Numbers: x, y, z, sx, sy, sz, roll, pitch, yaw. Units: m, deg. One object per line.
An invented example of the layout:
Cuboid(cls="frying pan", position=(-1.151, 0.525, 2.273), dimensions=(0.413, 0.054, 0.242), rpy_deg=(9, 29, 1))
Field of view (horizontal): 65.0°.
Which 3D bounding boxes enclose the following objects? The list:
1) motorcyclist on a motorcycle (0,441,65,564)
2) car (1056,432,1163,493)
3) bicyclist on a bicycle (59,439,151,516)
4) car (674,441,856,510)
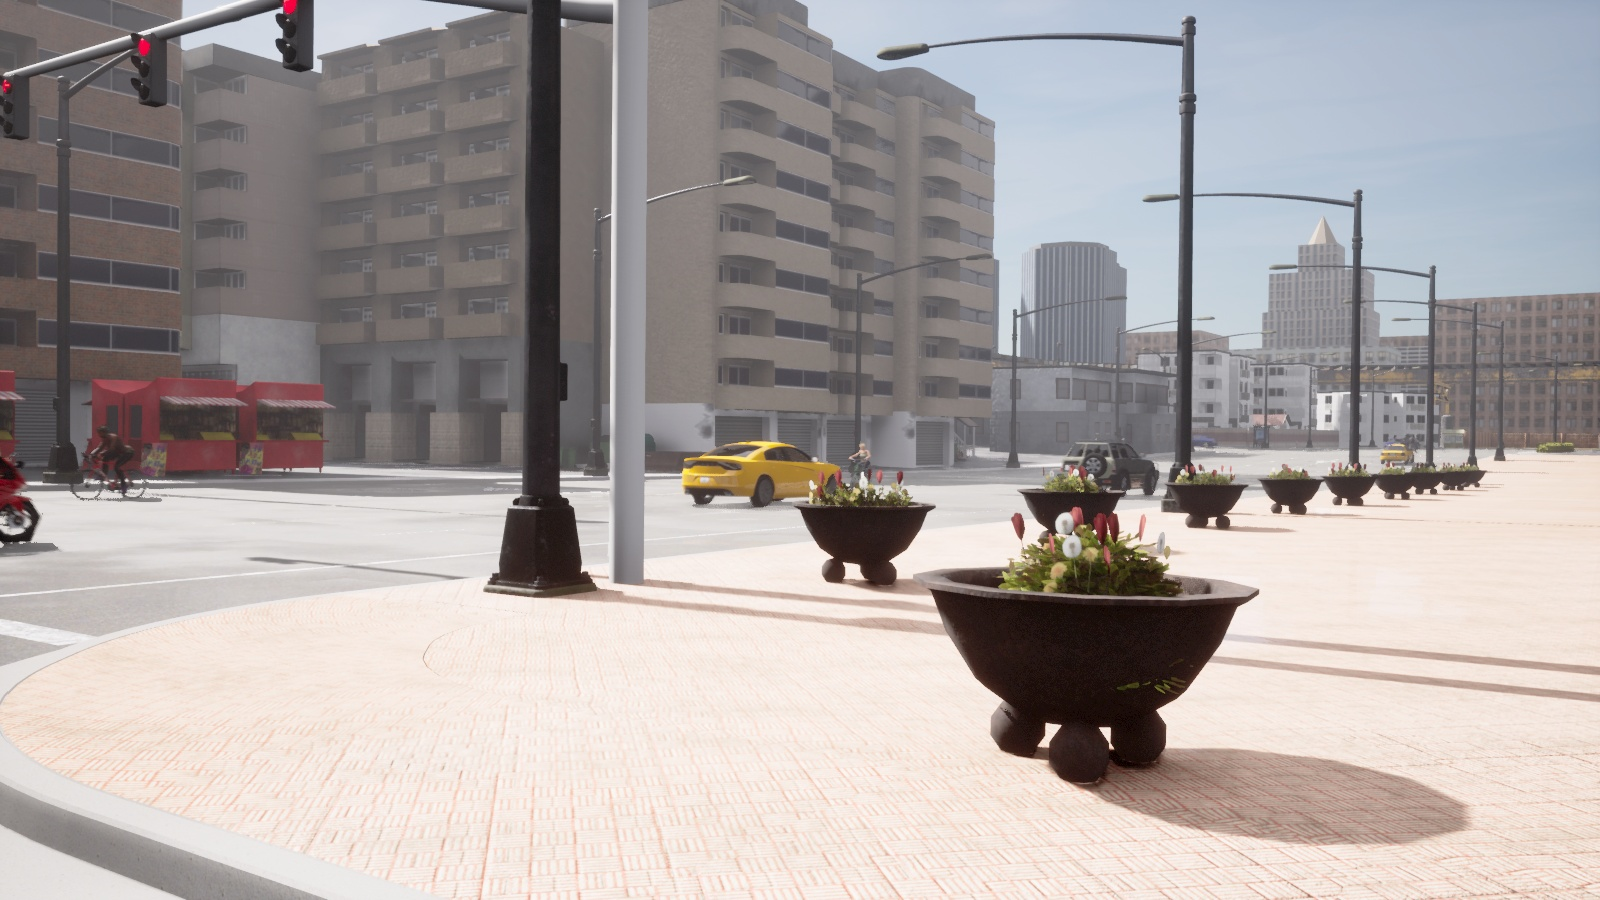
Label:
Cuboid(cls="motorcyclist on a motorcycle", position=(-10.392, 0.651, 15.584), dimensions=(0.797, 1.523, 2.044), rpy_deg=(0, 0, 33))
Cuboid(cls="car", position=(10.030, 0.374, 40.449), dimensions=(1.932, 1.855, 4.605), rpy_deg=(0, 0, 33))
Cuboid(cls="bicyclist on a bicycle", position=(-15.173, 0.573, 27.455), dimensions=(0.582, 1.620, 1.656), rpy_deg=(0, 1, 33))
Cuboid(cls="car", position=(-0.738, 0.560, 30.364), dimensions=(1.882, 1.535, 5.008), rpy_deg=(0, 0, 33))
